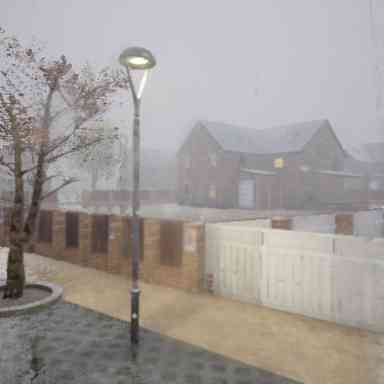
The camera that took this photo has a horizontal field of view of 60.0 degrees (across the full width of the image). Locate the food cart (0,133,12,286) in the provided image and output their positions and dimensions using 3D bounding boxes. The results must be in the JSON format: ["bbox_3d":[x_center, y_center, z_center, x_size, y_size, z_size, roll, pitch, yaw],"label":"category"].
[{"bbox_3d":[-6.872,0.337,8.437,4.660,3.560,2.280,2,0,37],"label":"food cart"}]
